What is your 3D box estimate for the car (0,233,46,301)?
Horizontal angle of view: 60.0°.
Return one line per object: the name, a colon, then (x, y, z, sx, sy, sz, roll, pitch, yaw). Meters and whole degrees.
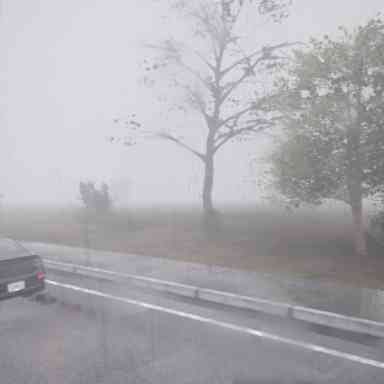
car: (-5.083, 1.521, 7.174, 4.674, 1.442, 1.812, 0, 0, 32)
